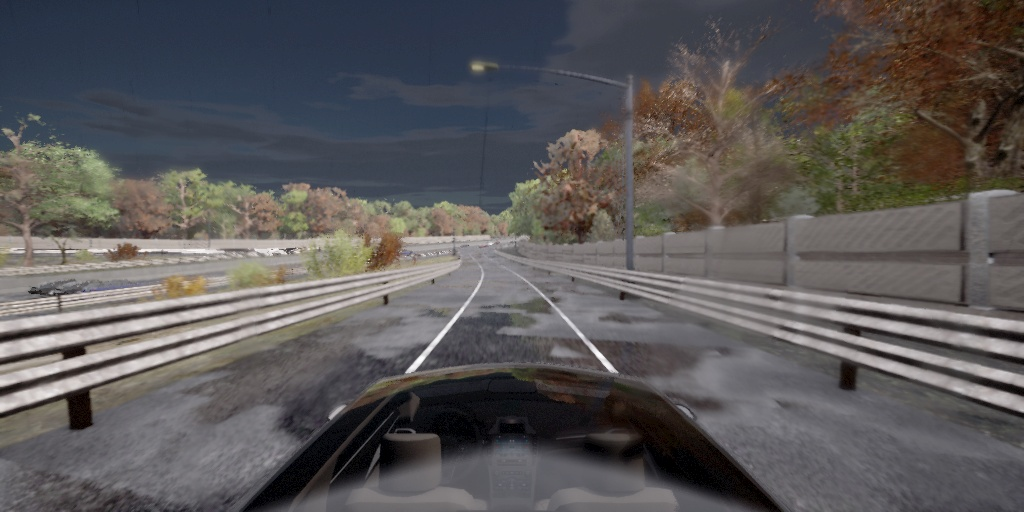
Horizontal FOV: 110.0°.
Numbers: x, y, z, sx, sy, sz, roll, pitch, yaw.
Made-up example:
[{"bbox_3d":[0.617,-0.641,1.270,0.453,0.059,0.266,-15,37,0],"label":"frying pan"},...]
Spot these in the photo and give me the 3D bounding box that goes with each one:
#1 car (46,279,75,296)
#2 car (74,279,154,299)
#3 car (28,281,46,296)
[{"bbox_3d":[-39.660,3.008,34.019,1.837,1.490,4.892,1,4,15],"label":"car"},{"bbox_3d":[-36.264,2.910,33.164,2.097,1.767,4.553,1,4,15],"label":"car"},{"bbox_3d":[-43.057,2.951,34.860,1.837,1.490,4.892,1,4,15],"label":"car"}]
